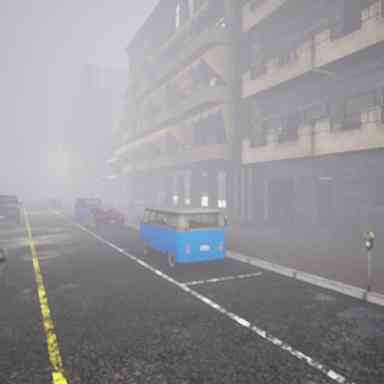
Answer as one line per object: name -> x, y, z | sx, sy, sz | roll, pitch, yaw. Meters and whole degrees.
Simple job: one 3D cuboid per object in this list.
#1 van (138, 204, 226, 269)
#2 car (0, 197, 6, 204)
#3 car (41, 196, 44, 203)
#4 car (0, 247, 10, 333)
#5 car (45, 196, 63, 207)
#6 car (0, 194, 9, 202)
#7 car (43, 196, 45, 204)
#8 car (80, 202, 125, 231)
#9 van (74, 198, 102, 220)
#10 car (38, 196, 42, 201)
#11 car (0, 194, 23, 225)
van -> -0.486, 1.341, 11.015 | 1.690, 1.788, 3.998 | 0, 0, -27
car -> -38.204, 1.621, 66.152 | 1.947, 1.339, 4.313 | 0, 0, -27
car -> -25.782, 1.566, 60.302 | 1.752, 1.417, 4.829 | 0, 0, -27
car -> -4.417, 1.601, 6.005 | 1.895, 1.301, 4.718 | 0, 0, -27
car -> -20.660, 1.592, 50.324 | 1.947, 1.339, 4.313 | 0, 0, -27
car -> -43.248, 1.388, 75.978 | 2.192, 1.841, 5.009 | 0, 0, -27
car -> -23.259, 1.558, 55.388 | 1.752, 1.417, 4.829 | 0, 0, -27
car -> -5.529, 1.549, 20.842 | 1.887, 1.381, 4.507 | 0, 0, -27
van -> -8.051, 1.348, 25.755 | 1.690, 1.788, 3.998 | 0, 0, -27
car -> -30.748, 1.601, 69.978 | 1.887, 1.381, 4.507 | 0, 0, -27
car -> -13.319, 1.225, 23.565 | 2.150, 2.045, 5.566 | 0, 0, -27
